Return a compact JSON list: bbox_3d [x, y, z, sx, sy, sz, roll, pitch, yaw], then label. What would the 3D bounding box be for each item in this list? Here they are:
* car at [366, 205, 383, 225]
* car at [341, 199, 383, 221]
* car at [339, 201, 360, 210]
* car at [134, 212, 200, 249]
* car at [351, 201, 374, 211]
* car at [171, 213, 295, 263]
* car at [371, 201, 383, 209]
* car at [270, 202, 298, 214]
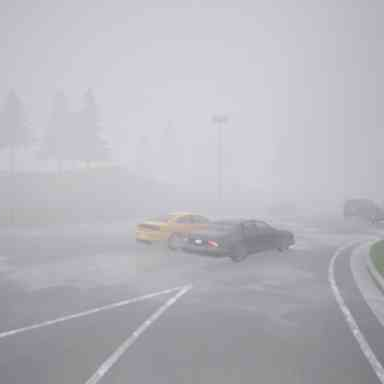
[{"bbox_3d":[16.465,2.041,27.713,1.895,1.301,4.718,0,-1,44],"label":"car"},{"bbox_3d":[17.017,1.739,33.290,2.150,2.045,5.566,0,-1,44],"label":"car"},{"bbox_3d":[28.560,2.397,60.128,1.882,1.535,5.008,0,-1,44],"label":"car"},{"bbox_3d":[-0.330,1.681,15.531,1.882,1.535,5.008,0,-1,44],"label":"car"},{"bbox_3d":[28.186,2.327,54.880,1.882,1.535,5.008,0,-1,44],"label":"car"},{"bbox_3d":[1.950,1.727,12.856,2.033,1.411,5.357,0,-1,44],"label":"car"},{"bbox_3d":[35.468,2.352,62.334,2.033,1.411,5.357,0,-1,44],"label":"car"},{"bbox_3d":[12.022,2.125,43.200,1.837,1.490,4.892,0,-2,44],"label":"car"}]
